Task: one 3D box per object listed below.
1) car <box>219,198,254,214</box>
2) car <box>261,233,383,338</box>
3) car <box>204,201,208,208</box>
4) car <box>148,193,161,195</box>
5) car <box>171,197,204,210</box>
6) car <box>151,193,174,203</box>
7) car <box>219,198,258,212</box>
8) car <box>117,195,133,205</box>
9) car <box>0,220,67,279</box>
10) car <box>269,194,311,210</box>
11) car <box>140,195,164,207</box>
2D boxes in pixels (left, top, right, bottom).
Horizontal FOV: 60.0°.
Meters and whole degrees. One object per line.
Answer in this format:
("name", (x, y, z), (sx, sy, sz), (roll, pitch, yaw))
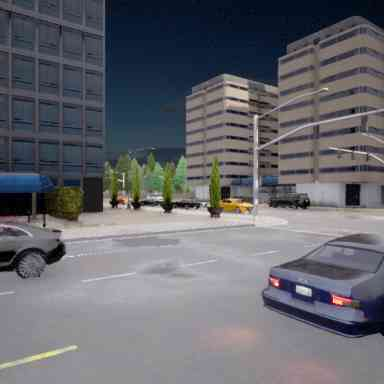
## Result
("car", (4.495, 1.478, 35.987), (1.882, 1.535, 5.008), (0, 0, -35))
("car", (3.750, 1.547, 6.496), (5.357, 1.411, 2.033), (0, 0, -35))
("car", (0.282, 1.491, 48.105), (2.128, 1.511, 4.902), (0, 0, -35))
("car", (-5.783, 1.221, 56.788), (2.150, 2.045, 5.566), (0, 0, -34))
("car", (-0.865, 1.601, 43.641), (1.895, 1.301, 4.718), (0, 0, -35))
("car", (-6.254, 1.222, 69.912), (2.150, 2.045, 5.566), (0, 0, -35))
("car", (5.594, 1.505, 40.521), (1.837, 1.490, 4.892), (0, 0, -35))
("car", (-11.976, 1.352, 59.577), (2.097, 1.767, 4.553), (0, 0, -35))
("car", (-5.784, 1.491, 8.465), (4.902, 1.511, 2.128), (0, 0, -36))
("car", (12.586, 1.221, 42.980), (2.150, 2.045, 5.566), (0, 0, -34))
("car", (-6.138, 1.601, 51.174), (1.895, 1.301, 4.718), (0, 0, -35))
